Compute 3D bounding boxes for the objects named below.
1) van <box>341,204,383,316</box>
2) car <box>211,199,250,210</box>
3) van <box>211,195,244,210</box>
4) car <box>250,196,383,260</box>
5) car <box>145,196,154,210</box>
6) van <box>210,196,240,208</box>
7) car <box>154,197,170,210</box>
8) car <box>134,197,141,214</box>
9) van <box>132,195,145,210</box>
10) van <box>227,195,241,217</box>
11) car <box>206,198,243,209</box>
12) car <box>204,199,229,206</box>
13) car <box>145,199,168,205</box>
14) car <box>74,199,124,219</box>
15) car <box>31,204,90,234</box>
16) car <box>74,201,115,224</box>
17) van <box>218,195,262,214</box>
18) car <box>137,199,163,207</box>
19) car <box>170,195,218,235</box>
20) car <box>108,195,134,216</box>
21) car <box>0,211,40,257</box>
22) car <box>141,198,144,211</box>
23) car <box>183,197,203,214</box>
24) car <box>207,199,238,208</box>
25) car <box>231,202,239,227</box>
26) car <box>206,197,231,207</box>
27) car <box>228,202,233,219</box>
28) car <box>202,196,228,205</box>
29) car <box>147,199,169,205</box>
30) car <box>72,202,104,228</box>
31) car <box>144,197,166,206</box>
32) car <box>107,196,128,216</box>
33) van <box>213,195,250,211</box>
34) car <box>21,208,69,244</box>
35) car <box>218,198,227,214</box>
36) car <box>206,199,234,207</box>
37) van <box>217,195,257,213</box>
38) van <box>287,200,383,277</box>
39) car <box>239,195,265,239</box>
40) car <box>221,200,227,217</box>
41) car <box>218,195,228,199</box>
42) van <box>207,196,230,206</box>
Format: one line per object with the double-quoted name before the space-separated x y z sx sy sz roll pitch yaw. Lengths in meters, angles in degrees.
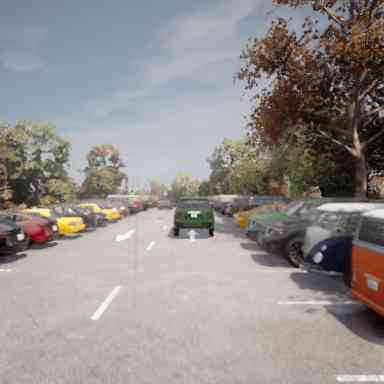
"van" 5.158 1.269 5.510 4.442 1.987 1.878 0 0 0
"car" 5.055 1.646 44.273 5.008 1.535 2.097 0 -1 0
"van" 4.934 1.474 47.047 4.442 1.987 1.878 0 -1 0
"car" 5.015 1.262 11.050 5.566 2.045 2.435 0 0 0
"car" -8.002 1.361 41.676 5.566 2.045 2.435 0 0 0
"van" 5.169 1.581 52.585 4.442 1.987 1.878 0 -1 0
"car" -3.577 1.733 45.206 2.033 1.411 5.357 0 -1 0
"car" -8.038 1.585 33.347 5.008 1.535 2.097 0 0 0
"van" -8.148 1.377 38.900 4.442 1.987 1.878 0 0 0
"van" 5.162 1.332 25.027 4.442 1.987 1.878 0 0 0
"car" 4.867 1.750 49.810 5.366 1.575 1.946 0 -1 0
"car" 5.049 2.128 69.200 4.892 1.521 2.231 0 -1 0
"car" -8.017 2.249 74.960 5.008 1.535 2.097 0 -1 0
"car" -8.220 1.556 25.018 5.366 1.575 1.946 0 0 0
"car" -8.221 1.529 16.690 5.366 1.575 1.946 0 0 0
"car" -8.041 1.551 22.242 4.892 1.521 2.231 0 0 0
"van" 5.165 1.367 36.108 4.442 1.987 1.878 0 0 0
"car" -8.023 2.065 63.860 4.674 1.452 2.002 0 -1 0
"car" 0.105 1.281 19.396 2.150 2.045 5.566 0 0 0
"car" -8.064 1.451 30.571 4.553 1.767 2.185 0 0 0
"car" -8.066 1.544 11.137 4.792 1.488 2.163 0 0 0
"car" -8.029 1.634 36.123 4.674 1.452 2.002 0 0 0
"car" 0.119 1.468 36.968 2.097 1.767 4.553 0 0 0
"car" 5.046 1.861 55.350 4.892 1.521 2.231 0 -1 0
"car" 5.039 1.540 19.361 5.008 1.535 2.097 0 0 0
"car" 5.023 1.895 63.663 4.553 1.767 2.185 0 -1 0
"car" 5.048 1.589 22.255 4.674 1.452 2.002 0 0 0
"car" 5.084 1.990 74.740 5.566 2.045 2.435 0 -1 0
"car" -8.017 2.319 77.731 4.892 1.521 2.231 0 -1 0
"car" -8.029 1.542 19.466 4.892 1.521 2.231 0 0 0
"car" -7.992 2.062 72.186 4.553 1.767 2.185 0 -1 0
"car" -8.065 1.442 27.795 4.553 1.767 2.185 0 0 0
"van" 4.933 1.385 41.656 4.442 1.987 1.878 0 -1 0
"car" -8.066 1.553 13.913 4.792 1.488 2.163 0 0 0
"car" 5.041 1.575 30.442 5.008 1.535 2.097 0 0 0
"car" 5.048 1.969 61.015 5.008 1.535 2.097 0 -1 0
"van" 5.165 1.376 38.753 4.442 1.987 1.878 0 0 0
"van" 4.925 1.278 8.280 4.442 1.987 1.878 0 0 0
"car" 5.015 1.271 13.820 5.566 2.045 2.435 0 0 0
"car" 5.044 1.606 27.670 4.674 1.452 2.002 0 0 0
"car" 5.019 1.333 33.337 5.566 2.045 2.435 0 0 0
"van" 5.172 1.848 66.434 4.442 1.987 1.878 0 -1 0
